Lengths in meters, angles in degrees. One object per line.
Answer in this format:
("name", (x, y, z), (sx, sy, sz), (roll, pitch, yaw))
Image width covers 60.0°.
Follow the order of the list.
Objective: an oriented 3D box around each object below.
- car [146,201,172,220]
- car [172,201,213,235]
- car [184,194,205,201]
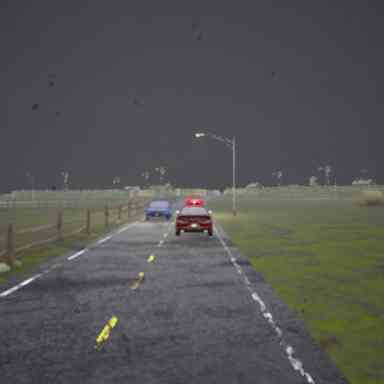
("car", (-2.684, 1.475, 27.938), (1.882, 1.535, 5.008), (0, 0, 1))
("car", (0.109, 1.479, 18.660), (1.882, 1.535, 5.008), (0, 0, 0))
("car", (0.322, 1.227, 38.041), (2.150, 2.045, 5.566), (0, 0, 1))
